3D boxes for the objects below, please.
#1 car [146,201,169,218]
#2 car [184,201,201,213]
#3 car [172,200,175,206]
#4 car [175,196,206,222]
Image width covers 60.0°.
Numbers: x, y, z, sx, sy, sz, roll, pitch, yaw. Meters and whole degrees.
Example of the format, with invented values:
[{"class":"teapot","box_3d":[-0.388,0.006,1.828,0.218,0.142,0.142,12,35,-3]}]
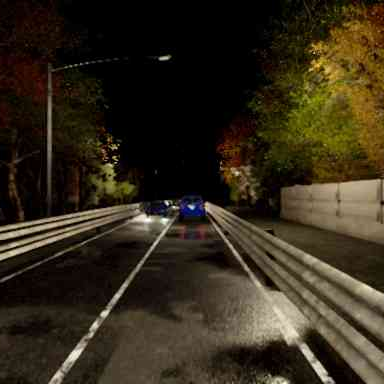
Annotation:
[{"class":"car","box_3d":[-3.342,1.667,32.721,1.882,1.535,5.008,0,-1,0]},{"class":"car","box_3d":[0.057,1.882,43.157,2.033,1.411,5.357,0,-1,0]},{"class":"car","box_3d":[-3.241,2.402,73.744,2.128,1.511,4.902,0,-1,0]},{"class":"car","box_3d":[0.014,1.361,28.148,2.150,2.045,5.566,0,-1,0]}]
